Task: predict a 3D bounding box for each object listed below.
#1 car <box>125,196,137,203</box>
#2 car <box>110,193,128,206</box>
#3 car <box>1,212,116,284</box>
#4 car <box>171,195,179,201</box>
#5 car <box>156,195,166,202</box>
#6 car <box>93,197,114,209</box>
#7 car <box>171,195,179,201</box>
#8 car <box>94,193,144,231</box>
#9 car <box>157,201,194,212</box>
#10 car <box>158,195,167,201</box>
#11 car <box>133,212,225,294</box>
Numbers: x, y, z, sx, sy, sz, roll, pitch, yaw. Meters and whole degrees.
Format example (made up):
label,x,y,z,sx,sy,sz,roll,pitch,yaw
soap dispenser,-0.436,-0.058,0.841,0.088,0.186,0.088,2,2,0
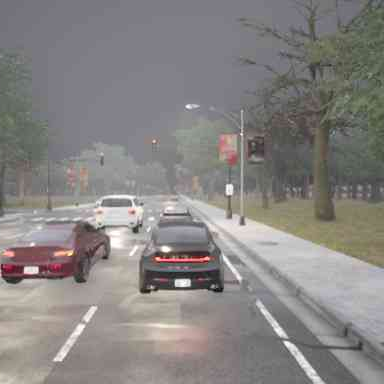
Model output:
label,x,y,z,sx,sy,sz,roll,pitch,yaw
car,-13.531,1.605,73.780,1.895,1.301,4.718,0,0,-3
car,-12.806,1.215,58.451,2.150,2.045,5.566,0,1,-2
car,-3.587,1.522,9.471,1.812,1.442,4.674,0,0,-3
car,-3.894,1.550,76.226,2.033,1.411,5.357,0,0,-3
car,-7.140,1.488,76.058,1.882,1.535,5.008,0,0,-3
car,-12.193,1.519,46.173,1.812,1.442,4.674,0,0,-3
car,-4.435,1.426,86.627,2.128,1.511,4.902,0,0,-3
car,-4.076,1.215,19.449,2.150,2.045,5.566,0,0,-5
car,-0.928,1.485,19.127,2.128,1.511,4.902,0,0,-3
car,-7.680,1.426,86.459,2.128,1.511,4.902,0,0,-3
car,-0.294,1.501,8.814,1.837,1.490,4.892,0,0,-3
